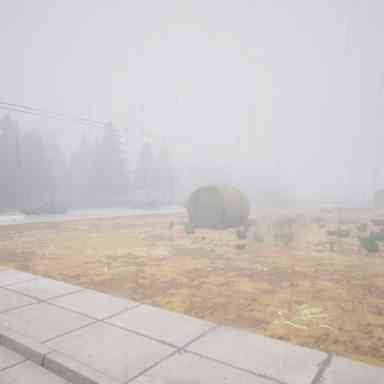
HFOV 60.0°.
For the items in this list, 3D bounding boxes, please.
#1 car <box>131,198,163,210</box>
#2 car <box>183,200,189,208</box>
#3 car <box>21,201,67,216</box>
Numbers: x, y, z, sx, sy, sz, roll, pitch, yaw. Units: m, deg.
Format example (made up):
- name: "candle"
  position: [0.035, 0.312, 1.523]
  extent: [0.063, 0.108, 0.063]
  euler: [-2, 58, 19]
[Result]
- name: "car"
  position: [-5.906, 1.530, 44.085]
  extent: [1.837, 1.490, 4.892]
  euler: [0, 0, 36]
- name: "car"
  position: [0.606, 1.590, 46.680]
  extent: [1.994, 1.385, 4.181]
  euler: [0, 0, 37]
- name: "car"
  position: [-14.435, 1.590, 32.597]
  extent: [1.994, 1.385, 4.181]
  euler: [0, 0, 36]
